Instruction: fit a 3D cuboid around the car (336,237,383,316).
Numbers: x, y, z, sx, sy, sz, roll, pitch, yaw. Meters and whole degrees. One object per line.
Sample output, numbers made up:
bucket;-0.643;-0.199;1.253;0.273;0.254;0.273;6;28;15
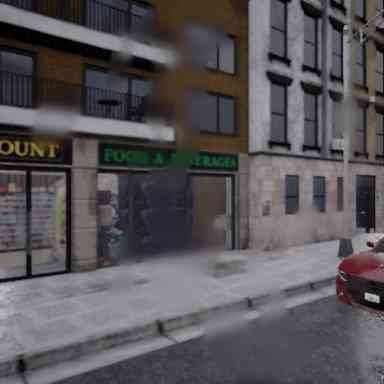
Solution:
car;5.010;1.477;6.951;5.008;1.535;1.882;0;0;-35
